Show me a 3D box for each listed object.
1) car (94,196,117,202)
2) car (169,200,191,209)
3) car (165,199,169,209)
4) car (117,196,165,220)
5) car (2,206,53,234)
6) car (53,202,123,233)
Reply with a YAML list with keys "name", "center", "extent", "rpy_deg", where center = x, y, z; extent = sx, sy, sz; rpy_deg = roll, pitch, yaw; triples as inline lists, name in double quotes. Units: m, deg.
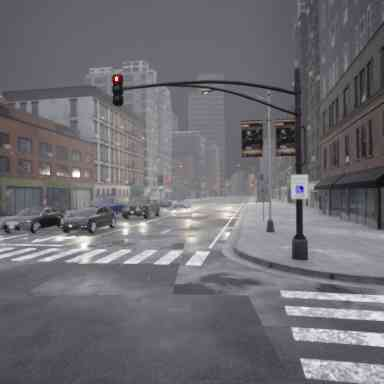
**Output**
- name: "car"
  center: [-7.838, 1.422, 30.900]
  extent: [2.150, 2.045, 5.566]
  rpy_deg: [-1, 0, 10]
- name: "car"
  center: [-1.441, 1.807, 47.996]
  extent: [1.895, 1.301, 4.718]
  rpy_deg: [-1, 0, 11]
- name: "car"
  center: [-4.185, 1.805, 51.006]
  extent: [2.033, 1.411, 5.357]
  rpy_deg: [-1, 0, 11]
- name: "car"
  center: [-4.554, 1.381, 30.800]
  extent: [2.150, 2.045, 5.566]
  rpy_deg: [-1, 0, 10]
- name: "car"
  center: [-9.669, 1.673, 20.856]
  extent: [2.128, 1.511, 4.902]
  rpy_deg: [-1, 0, 8]
- name: "car"
  center: [-6.325, 1.645, 20.860]
  extent: [1.837, 1.490, 4.892]
  rpy_deg: [-1, 0, 10]
